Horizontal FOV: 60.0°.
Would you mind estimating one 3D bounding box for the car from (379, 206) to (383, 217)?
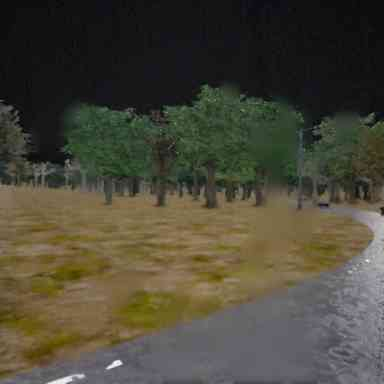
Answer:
[{"bbox_3d":[20.142,1.808,32.920,2.128,1.511,4.902,1,0,12],"label":"car"}]

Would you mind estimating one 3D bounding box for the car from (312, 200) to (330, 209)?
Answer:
[{"bbox_3d":[20.358,1.890,52.405,1.895,1.301,4.718,1,0,10],"label":"car"}]
